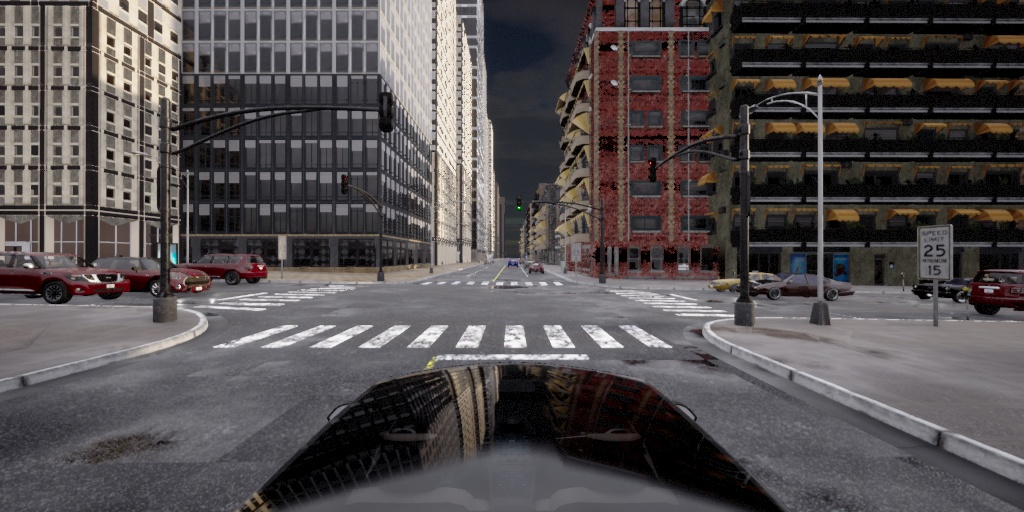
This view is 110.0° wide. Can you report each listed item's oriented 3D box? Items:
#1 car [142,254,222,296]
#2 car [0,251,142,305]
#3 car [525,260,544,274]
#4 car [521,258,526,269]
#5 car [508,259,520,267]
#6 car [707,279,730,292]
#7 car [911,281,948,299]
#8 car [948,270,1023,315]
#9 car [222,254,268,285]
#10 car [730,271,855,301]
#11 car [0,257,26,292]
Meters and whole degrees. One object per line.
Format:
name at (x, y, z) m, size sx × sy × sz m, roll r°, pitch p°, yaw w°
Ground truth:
car at (-16.271, 0.829, 16.031) m, size 4.553 × 1.767 × 2.097 m, roll 1°, pitch 0°, yaw -2°
car at (-17.560, 0.760, 13.396) m, size 5.009 × 1.841 × 2.192 m, roll 0°, pitch 0°, yaw 0°
car at (2.792, 1.353, 41.729) m, size 1.802 × 1.307 × 4.207 m, roll 0°, pitch 0°, yaw 0°
car at (2.758, 1.333, 54.646) m, size 2.007 × 1.370 × 4.403 m, roll 0°, pitch 0°, yaw 0°
car at (0.181, 1.270, 65.082) m, size 1.882 × 1.535 × 5.008 m, roll 0°, pitch 0°, yaw 0°
car at (14.656, 1.593, 22.016) m, size 4.829 × 1.417 × 1.751 m, roll 0°, pitch 0°, yaw 0°
car at (24.886, 1.844, 19.502) m, size 4.718 × 1.301 × 1.895 m, roll 1°, pitch 0°, yaw -1°
car at (20.614, 1.464, 13.713) m, size 5.009 × 1.841 × 2.192 m, roll 0°, pitch 0°, yaw 0°
car at (-17.684, 0.782, 21.775) m, size 5.009 × 1.841 × 2.192 m, roll 0°, pitch 0°, yaw 0°
car at (15.256, 1.615, 19.430) m, size 5.357 × 1.411 × 2.033 m, roll 1°, pitch 0°, yaw 0°
car at (-25.385, 0.785, 15.925) m, size 5.008 × 1.535 × 1.882 m, roll 1°, pitch 0°, yaw 0°
